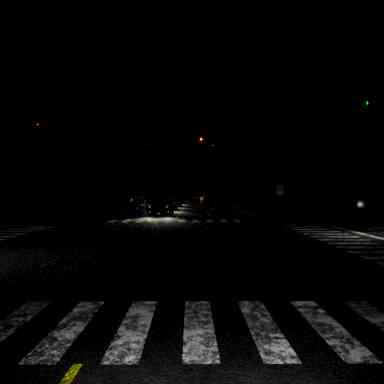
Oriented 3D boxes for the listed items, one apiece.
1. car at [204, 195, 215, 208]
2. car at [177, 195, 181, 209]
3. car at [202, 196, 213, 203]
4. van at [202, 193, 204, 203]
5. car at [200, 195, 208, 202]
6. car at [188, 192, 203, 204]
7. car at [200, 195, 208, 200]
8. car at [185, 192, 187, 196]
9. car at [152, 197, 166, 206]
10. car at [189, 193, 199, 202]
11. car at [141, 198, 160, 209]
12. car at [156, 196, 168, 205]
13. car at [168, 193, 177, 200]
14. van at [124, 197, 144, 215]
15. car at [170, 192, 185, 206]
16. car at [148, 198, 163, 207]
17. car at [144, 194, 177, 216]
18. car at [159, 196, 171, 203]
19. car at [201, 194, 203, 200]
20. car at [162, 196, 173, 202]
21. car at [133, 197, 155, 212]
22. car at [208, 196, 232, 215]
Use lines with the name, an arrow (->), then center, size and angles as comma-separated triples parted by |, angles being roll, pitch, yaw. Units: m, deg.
car -> 2.969, 1.443, 44.693 | 1.967, 1.590, 4.097 | 0, 0, 0
car -> -2.815, 1.481, 42.045 | 1.882, 1.535, 5.008 | 0, 0, 1
car -> 3.124, 1.551, 67.370 | 2.008, 1.369, 4.403 | 0, 0, 0
van -> 3.046, 1.344, 56.031 | 1.690, 1.788, 3.998 | 0, 0, 0
car -> 2.890, 1.453, 79.541 | 1.801, 1.575, 5.366 | 0, 0, 0
car -> 0.430, 1.223, 63.379 | 2.150, 2.045, 5.566 | 0, 0, 0
car -> 3.280, 1.558, 90.047 | 1.947, 1.339, 4.313 | 0, 0, 0
car -> -2.629, 1.354, 62.398 | 2.097, 1.767, 4.553 | 0, 0, 1
car -> -5.479, 1.569, 56.084 | 1.947, 1.339, 4.313 | 0, 0, 0
car -> 0.501, 1.186, 73.739 | 2.097, 1.767, 4.553 | 0, 0, 0
car -> -5.556, 1.569, 44.747 | 1.947, 1.339, 4.313 | 0, 0, 0
car -> -5.441, 1.527, 61.582 | 1.752, 1.417, 4.829 | 0, 0, 0
car -> -5.246, 1.307, 90.093 | 2.192, 1.841, 5.009 | 0, 0, 0
van -> -5.635, 1.343, 33.411 | 1.690, 1.788, 3.998 | 0, 0, 0
car -> -2.741, 1.225, 52.172 | 2.150, 2.045, 5.566 | 0, 0, 1
car -> -5.518, 1.585, 50.416 | 1.802, 1.307, 4.206 | 0, 0, 0
car -> -2.925, 1.354, 32.108 | 2.097, 1.767, 4.553 | 0, 0, 2
car -> -5.401, 1.567, 67.420 | 1.947, 1.339, 4.313 | 0, 0, 0
car -> 3.087, 1.527, 61.870 | 1.752, 1.417, 4.829 | 0, 0, 0
car -> -5.362, 1.543, 73.088 | 1.887, 1.381, 4.507 | 0, 0, 0
car -> -5.596, 1.443, 39.079 | 1.967, 1.590, 4.097 | 0, 0, 0
car -> 2.891, 1.442, 33.355 | 1.967, 1.590, 4.097 | 0, 0, 0
